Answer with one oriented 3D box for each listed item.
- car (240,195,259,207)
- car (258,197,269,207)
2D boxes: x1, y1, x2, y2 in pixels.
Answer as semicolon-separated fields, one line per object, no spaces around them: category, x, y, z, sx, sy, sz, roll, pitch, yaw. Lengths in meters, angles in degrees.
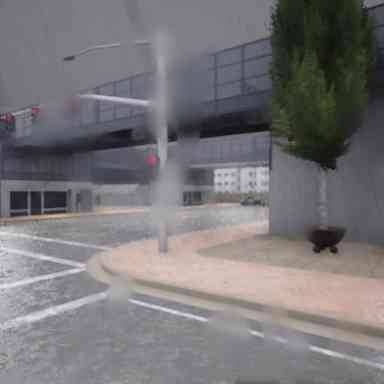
car;9.571;1.428;53.391;2.097;1.767;4.553;0;0;36
car;12.493;1.667;51.452;1.895;1.301;4.718;0;0;36
